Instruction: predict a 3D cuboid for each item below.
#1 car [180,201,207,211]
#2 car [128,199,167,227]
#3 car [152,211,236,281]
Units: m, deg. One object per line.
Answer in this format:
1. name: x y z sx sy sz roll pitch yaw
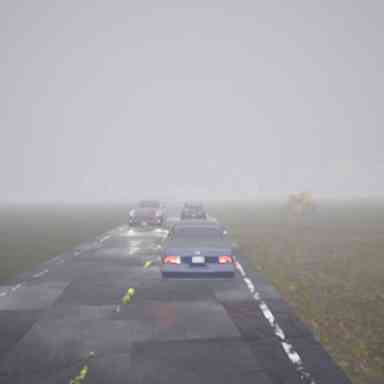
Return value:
1. car: 0.117 1.408 25.228 2.128 1.511 4.902 0 0 0
2. car: -2.805 1.271 21.843 2.097 1.767 4.553 0 0 0
3. car: 0.120 1.514 9.764 2.033 1.411 5.357 0 0 0
